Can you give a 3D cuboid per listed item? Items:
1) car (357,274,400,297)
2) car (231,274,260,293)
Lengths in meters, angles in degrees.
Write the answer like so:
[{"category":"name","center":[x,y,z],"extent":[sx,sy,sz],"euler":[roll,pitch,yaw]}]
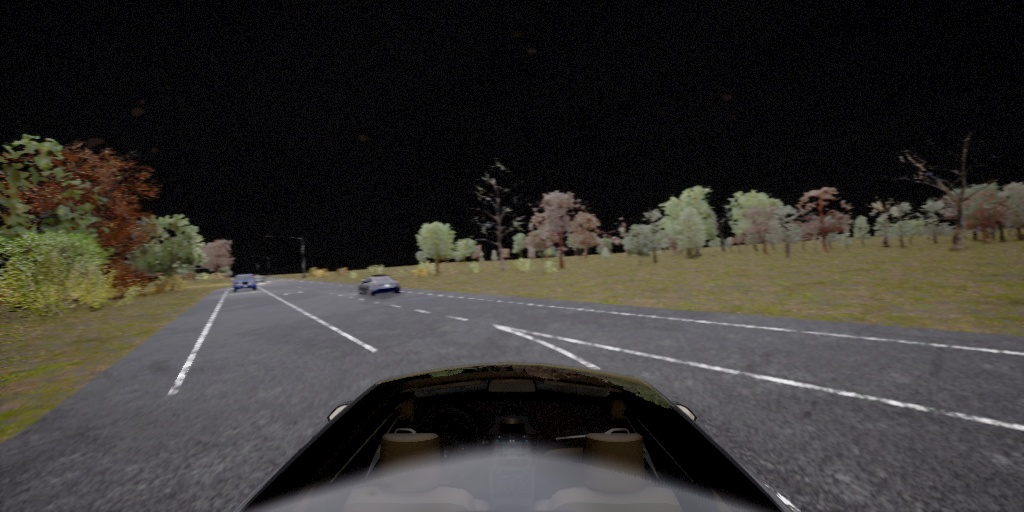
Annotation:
[{"category":"car","center":[-9.377,1.998,25.021],"extent":[1.994,1.385,4.181],"euler":[-4,0,-38]},{"category":"car","center":[-31.799,3.178,42.654],"extent":[2.150,2.045,5.566],"euler":[-4,0,-37]}]
